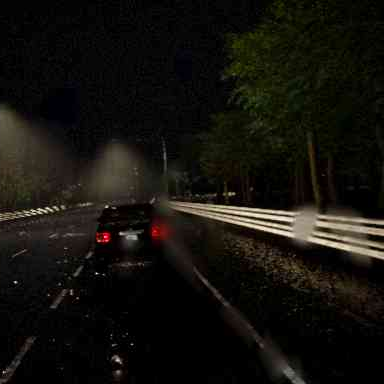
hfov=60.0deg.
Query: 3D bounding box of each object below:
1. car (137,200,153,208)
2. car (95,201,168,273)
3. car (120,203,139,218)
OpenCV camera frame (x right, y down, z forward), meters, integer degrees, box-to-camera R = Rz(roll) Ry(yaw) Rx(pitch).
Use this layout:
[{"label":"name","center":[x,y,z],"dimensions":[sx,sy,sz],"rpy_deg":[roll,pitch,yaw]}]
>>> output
[{"label":"car","center":[-9.703,2.484,68.637],"dimensions":[2.033,1.411,5.357],"rpy_deg":[-4,0,5]},{"label":"car","center":[-2.188,1.420,11.933],"dimensions":[2.150,2.045,5.566],"rpy_deg":[-4,0,-11]},{"label":"car","center":[-7.835,2.257,41.685],"dimensions":[2.033,1.411,5.357],"rpy_deg":[-4,0,-11]}]
